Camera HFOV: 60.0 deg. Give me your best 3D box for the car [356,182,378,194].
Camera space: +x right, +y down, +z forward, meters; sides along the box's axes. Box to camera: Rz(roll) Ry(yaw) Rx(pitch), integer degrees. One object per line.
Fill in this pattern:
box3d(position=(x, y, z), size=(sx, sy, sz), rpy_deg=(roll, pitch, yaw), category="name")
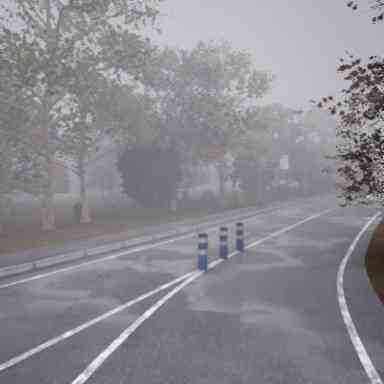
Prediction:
box3d(position=(22.540, -0.583, 42.959), size=(1.882, 1.535, 5.008), rpy_deg=(-1, 3, 41), category="car")
